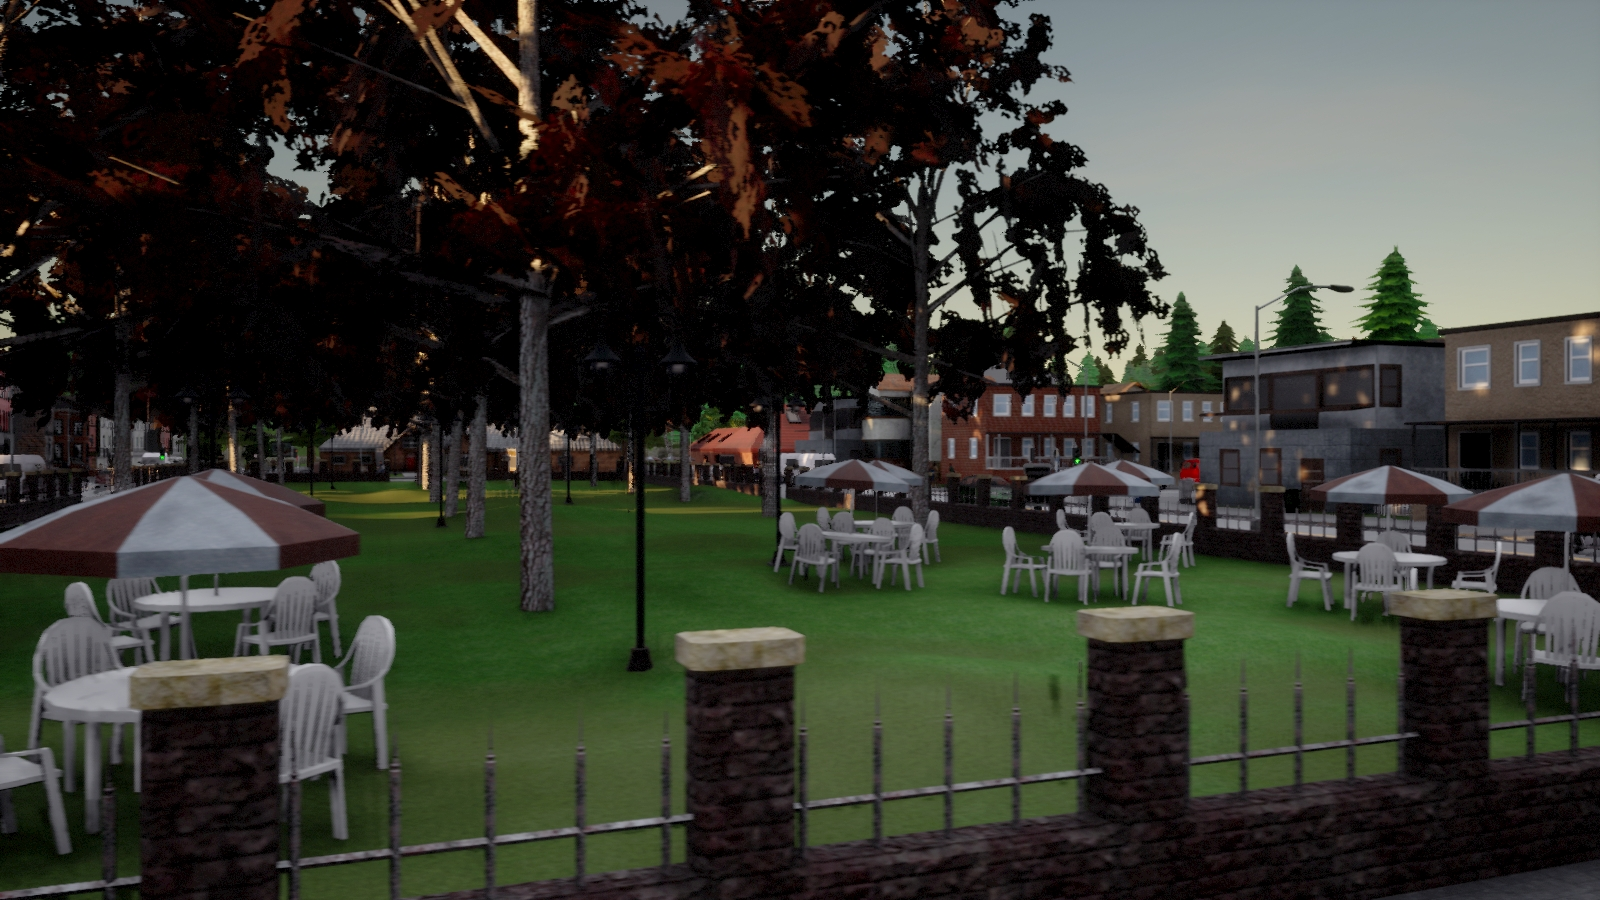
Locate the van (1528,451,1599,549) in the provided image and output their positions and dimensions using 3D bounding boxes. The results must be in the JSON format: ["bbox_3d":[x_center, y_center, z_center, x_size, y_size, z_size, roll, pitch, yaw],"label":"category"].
[{"bbox_3d":[22.159,1.313,29.259,1.988,2.561,5.915,0,0,-20],"label":"van"}]

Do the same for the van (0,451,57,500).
[{"bbox_3d":[-42.161,1.315,61.825,1.988,2.561,5.915,0,0,-20],"label":"van"}]

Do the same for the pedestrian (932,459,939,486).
[{"bbox_3d":[9.225,1.517,77.548,0.375,1.860,0.375,0,0,-9],"label":"pedestrian"}]
